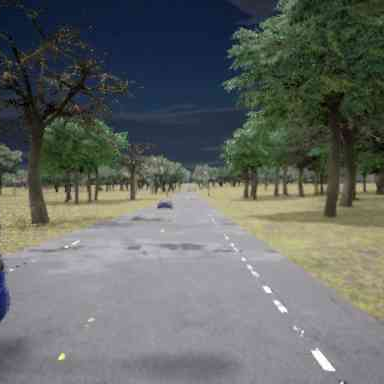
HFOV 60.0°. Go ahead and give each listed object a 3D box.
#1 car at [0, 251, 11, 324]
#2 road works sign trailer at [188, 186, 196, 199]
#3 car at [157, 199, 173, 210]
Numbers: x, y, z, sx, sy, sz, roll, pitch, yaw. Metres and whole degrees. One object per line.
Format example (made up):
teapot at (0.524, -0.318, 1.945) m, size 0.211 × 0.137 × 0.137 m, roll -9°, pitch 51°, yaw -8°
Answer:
car at (-3.599, 1.229, 2.360) m, size 2.150 × 2.045 × 5.566 m, roll 0°, pitch 0°, yaw 0°
road works sign trailer at (-0.001, 0.252, 92.894) m, size 2.380 × 3.560 × 2.880 m, roll 0°, pitch 1°, yaw 0°
car at (-3.584, 1.663, 44.736) m, size 1.895 × 1.301 × 4.718 m, roll 0°, pitch 0°, yaw 0°
